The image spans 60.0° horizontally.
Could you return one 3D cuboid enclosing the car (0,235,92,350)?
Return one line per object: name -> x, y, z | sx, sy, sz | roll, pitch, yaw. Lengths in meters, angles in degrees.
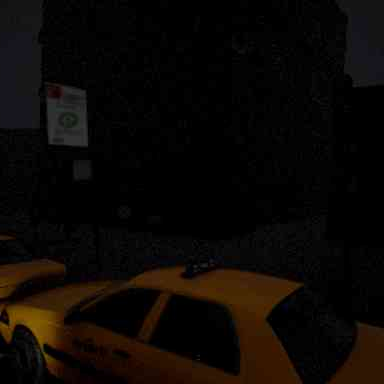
car -> -4.628, 1.510, 6.851 | 5.366, 1.575, 1.946 | 0, 0, 36
